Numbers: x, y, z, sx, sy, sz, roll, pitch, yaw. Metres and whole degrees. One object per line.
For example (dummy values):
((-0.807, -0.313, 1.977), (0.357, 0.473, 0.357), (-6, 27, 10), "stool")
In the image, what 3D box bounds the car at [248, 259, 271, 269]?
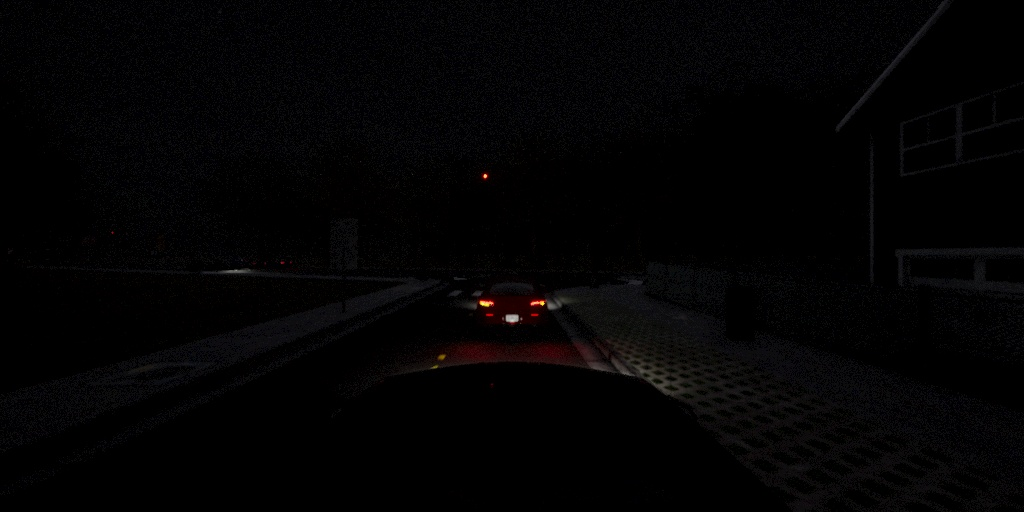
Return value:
((-36.413, 1.157, 50.105), (4.181, 1.385, 1.994), (0, 0, 24), "car")

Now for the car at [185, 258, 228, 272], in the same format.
((-36.899, 1.200, 43.113), (4.718, 1.301, 1.895), (0, 0, 24), "car")

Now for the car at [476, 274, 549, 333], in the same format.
((0.009, 1.240, 10.462), (1.812, 1.442, 4.674), (0, 0, 0), "car")

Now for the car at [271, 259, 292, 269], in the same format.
((-34.473, 1.118, 52.800), (4.674, 1.442, 1.812), (0, 0, 24), "car")

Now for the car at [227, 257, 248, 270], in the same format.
((-37.689, 1.142, 47.015), (5.357, 1.411, 2.033), (0, 0, 24), "car")
